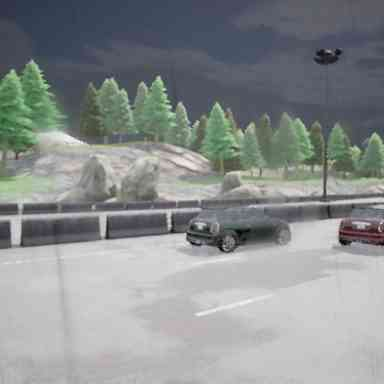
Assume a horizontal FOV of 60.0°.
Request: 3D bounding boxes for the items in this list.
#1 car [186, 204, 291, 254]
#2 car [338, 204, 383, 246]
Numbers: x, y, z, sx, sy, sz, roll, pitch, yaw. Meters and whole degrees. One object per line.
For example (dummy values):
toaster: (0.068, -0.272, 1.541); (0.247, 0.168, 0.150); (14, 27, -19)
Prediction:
car: (2.039, 1.348, 13.801); (4.553, 1.767, 2.097); (0, 0, -36)
car: (8.150, 1.330, 13.862); (4.553, 1.767, 2.097); (0, 0, -36)
